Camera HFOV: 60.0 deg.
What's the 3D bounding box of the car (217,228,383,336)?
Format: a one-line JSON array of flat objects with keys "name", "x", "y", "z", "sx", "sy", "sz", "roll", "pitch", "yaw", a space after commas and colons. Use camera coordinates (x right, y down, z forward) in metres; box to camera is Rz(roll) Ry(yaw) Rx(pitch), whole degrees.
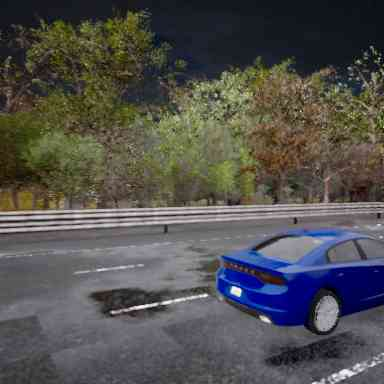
[{"name": "car", "x": 2.854, "y": 1.482, "z": 6.694, "sx": 5.008, "sy": 1.535, "sz": 1.882, "roll": 0, "pitch": 0, "yaw": -30}]
